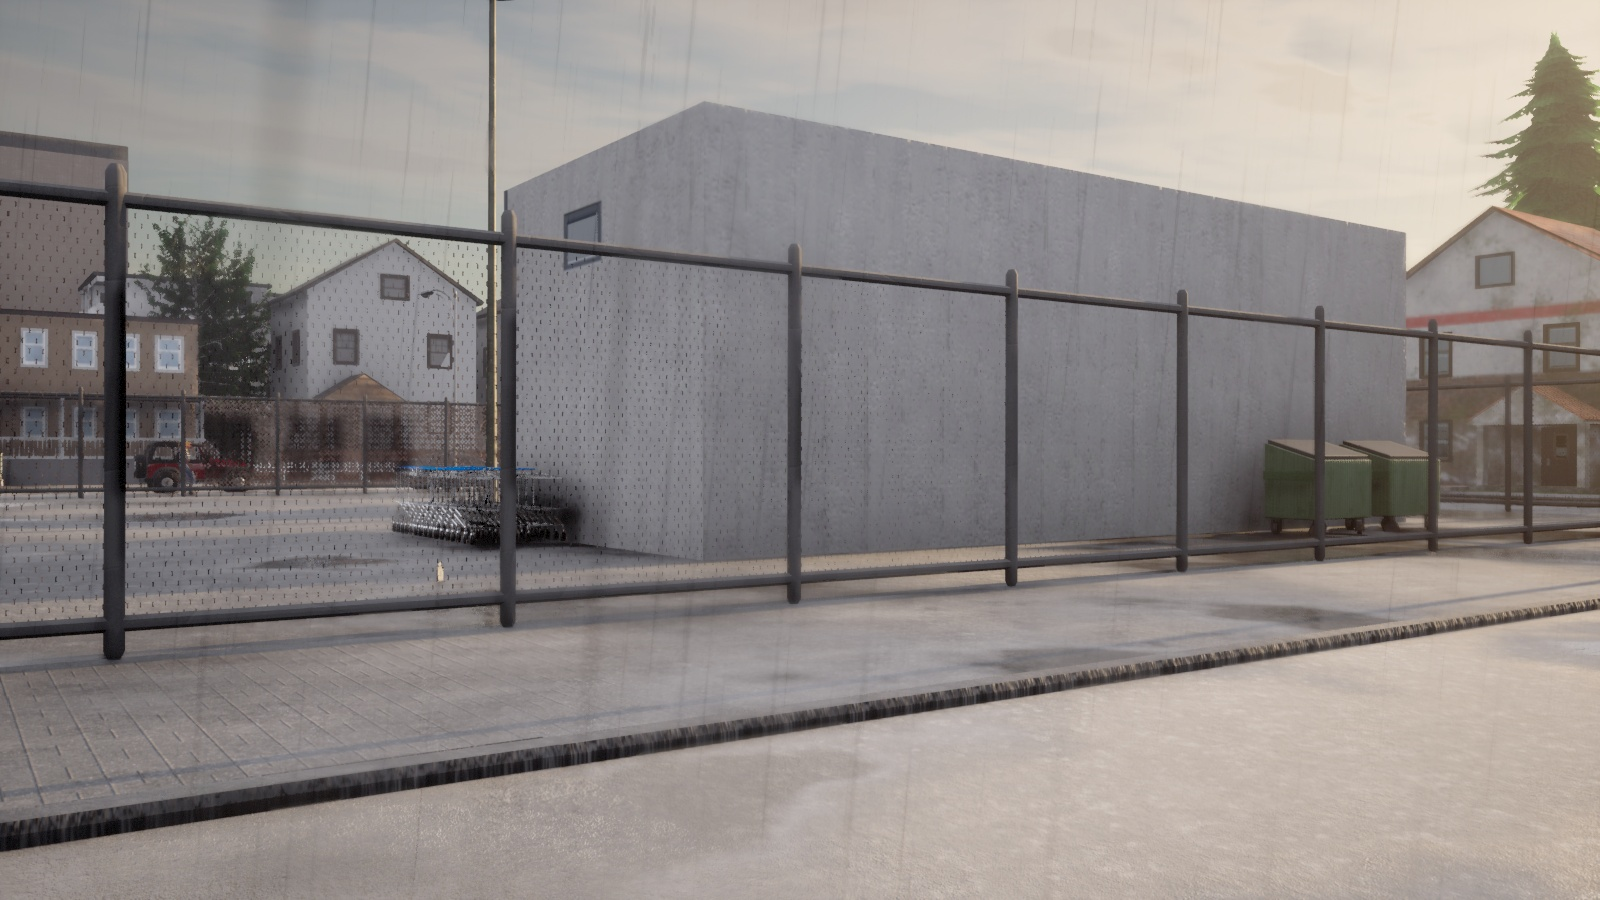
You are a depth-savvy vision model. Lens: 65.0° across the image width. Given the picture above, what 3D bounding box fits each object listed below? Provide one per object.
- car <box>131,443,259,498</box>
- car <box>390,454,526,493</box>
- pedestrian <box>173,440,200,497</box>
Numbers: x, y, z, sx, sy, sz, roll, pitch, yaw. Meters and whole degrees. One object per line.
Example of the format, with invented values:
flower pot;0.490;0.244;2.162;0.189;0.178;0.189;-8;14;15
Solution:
car;-21.459;0.695;44.568;3.866;1.878;1.905;0;0;-34
car;-13.605;0.901;50.073;4.892;1.490;1.837;0;0;-33
pedestrian;-19.772;0.595;40.455;0.706;1.836;0.354;0;0;-40
